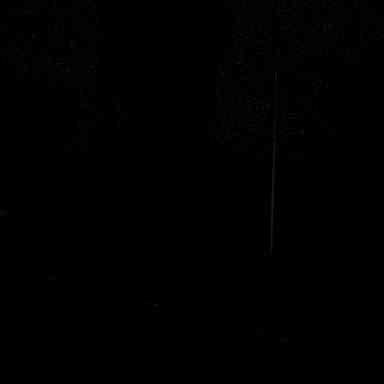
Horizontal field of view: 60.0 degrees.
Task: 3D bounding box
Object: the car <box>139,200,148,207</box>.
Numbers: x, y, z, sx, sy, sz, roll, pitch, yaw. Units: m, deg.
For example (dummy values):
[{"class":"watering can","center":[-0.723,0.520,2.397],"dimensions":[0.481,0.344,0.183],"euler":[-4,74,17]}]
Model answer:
[{"class":"car","center":[-9.808,2.115,61.064],"dimensions":[1.895,1.301,4.718],"euler":[2,-2,20]}]
